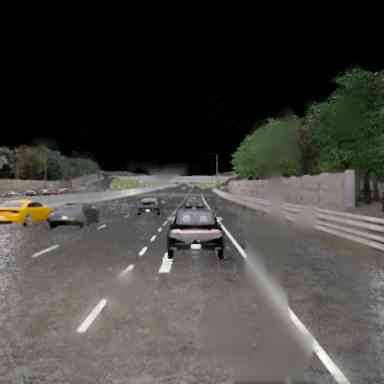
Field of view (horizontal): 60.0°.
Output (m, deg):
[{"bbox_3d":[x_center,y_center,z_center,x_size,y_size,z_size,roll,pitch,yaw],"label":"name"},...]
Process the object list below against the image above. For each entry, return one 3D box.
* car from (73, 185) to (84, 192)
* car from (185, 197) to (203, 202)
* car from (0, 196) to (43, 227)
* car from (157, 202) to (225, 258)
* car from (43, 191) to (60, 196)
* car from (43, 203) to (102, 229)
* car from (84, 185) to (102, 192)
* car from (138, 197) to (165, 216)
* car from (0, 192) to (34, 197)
[{"bbox_3d":[-27.326,-0.659,81.646,2.150,2.045,5.566,0,2,1],"label":"car"},{"bbox_3d":[0.216,1.199,33.459,1.895,1.301,4.718,0,1,0],"label":"car"},{"bbox_3d":[-10.354,1.232,20.652,1.882,1.535,5.008,0,1,0],"label":"car"},{"bbox_3d":[0.117,1.345,12.112,2.128,1.511,4.902,0,1,0],"label":"car"},{"bbox_3d":[-30.957,0.349,73.273,1.895,1.301,4.718,0,2,1],"label":"car"},{"bbox_3d":[-6.857,1.326,19.941,1.994,1.385,4.181,0,1,0],"label":"car"},{"bbox_3d":[-23.827,-0.659,81.588,2.150,2.045,5.566,0,2,1],"label":"car"},{"bbox_3d":[-3.418,1.167,28.272,1.837,1.490,4.892,0,1,0],"label":"car"},{"bbox_3d":[-20.901,0.865,40.789,2.097,1.767,4.553,0,1,1],"label":"car"}]
